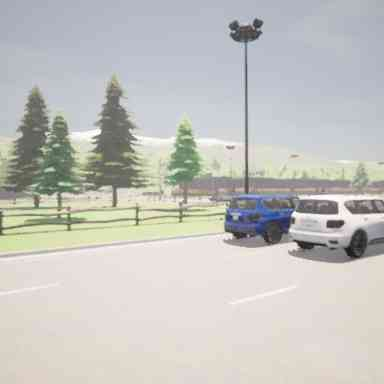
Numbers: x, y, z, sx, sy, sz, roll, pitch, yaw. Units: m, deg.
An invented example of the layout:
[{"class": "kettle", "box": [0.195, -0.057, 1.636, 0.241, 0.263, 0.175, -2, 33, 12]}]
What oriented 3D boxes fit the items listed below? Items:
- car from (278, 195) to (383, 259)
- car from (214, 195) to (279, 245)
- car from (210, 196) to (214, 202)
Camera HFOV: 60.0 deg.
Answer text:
[{"class": "car", "box": [6.028, 1.131, 12.423, 5.566, 2.045, 2.150, -1, 1, -35]}, {"class": "car", "box": [4.001, 1.131, 15.278, 5.566, 2.045, 2.150, -1, 0, -35]}, {"class": "car", "box": [5.672, 1.227, 64.124, 2.033, 1.411, 5.357, -1, 0, -35]}]
